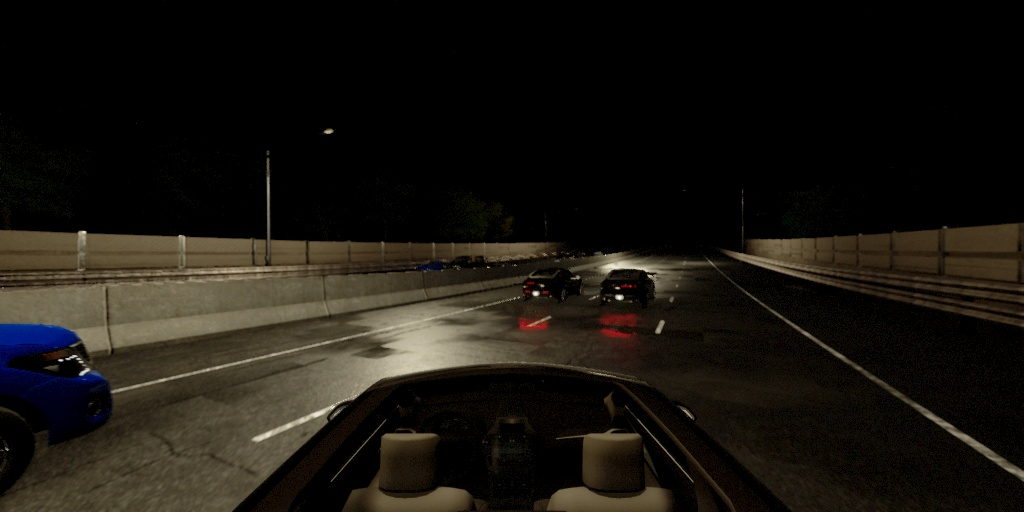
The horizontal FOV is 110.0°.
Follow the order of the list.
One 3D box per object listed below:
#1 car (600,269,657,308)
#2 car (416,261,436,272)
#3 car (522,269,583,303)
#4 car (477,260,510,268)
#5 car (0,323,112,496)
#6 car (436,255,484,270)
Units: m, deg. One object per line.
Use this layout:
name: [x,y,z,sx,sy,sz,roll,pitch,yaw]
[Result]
car: [5.224,1.324,15.993,1.837,1.490,4.892,0,0,26]
car: [-7.881,1.264,37.252,1.882,1.535,5.008,0,1,26]
car: [2.103,1.345,17.577,1.837,1.490,4.892,0,0,26]
car: [-1.176,1.286,35.014,1.994,1.385,4.181,0,1,26]
car: [-5.891,0.982,1.501,2.150,2.045,5.566,0,-1,26]
car: [-4.678,0.983,35.840,2.150,2.045,5.566,0,1,26]
